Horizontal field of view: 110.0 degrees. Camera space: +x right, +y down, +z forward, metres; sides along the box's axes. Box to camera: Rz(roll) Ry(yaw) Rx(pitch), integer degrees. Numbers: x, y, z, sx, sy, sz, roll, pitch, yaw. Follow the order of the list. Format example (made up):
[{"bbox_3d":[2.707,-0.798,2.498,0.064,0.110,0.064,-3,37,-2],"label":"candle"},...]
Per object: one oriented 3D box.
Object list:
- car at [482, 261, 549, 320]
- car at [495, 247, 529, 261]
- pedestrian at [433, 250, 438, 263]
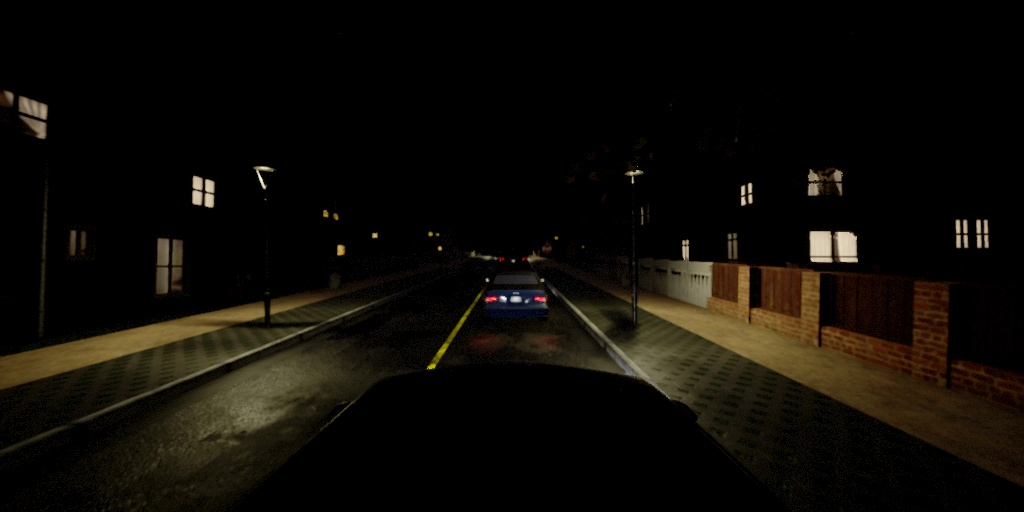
[{"bbox_3d":[0.096,1.060,11.385,2.033,1.411,5.357,0,1,0],"label":"car"},{"bbox_3d":[0.092,0.366,26.845,2.150,2.045,5.566,0,1,0],"label":"car"},{"bbox_3d":[-9.828,0.072,45.996,0.375,1.860,0.375,0,-2,-1],"label":"pedestrian"}]
